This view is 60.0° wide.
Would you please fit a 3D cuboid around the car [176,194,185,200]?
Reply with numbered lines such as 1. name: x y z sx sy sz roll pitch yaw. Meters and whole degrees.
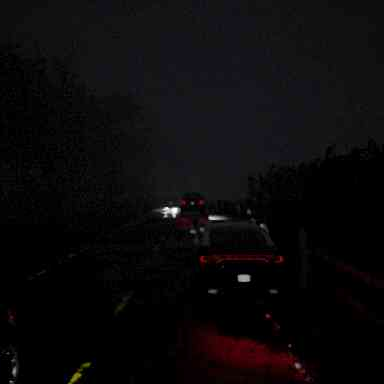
1. car: -2.678 1.152 81.643 2.033 1.411 5.357 0 0 0

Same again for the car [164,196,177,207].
1. car: -2.800 1.264 45.768 2.128 1.511 4.902 0 0 0

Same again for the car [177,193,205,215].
1. car: 0.070 1.067 31.432 2.150 2.045 5.566 0 1 1

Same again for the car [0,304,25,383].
1. car: -2.851 1.553 1.999 1.994 1.385 4.181 0 0 0

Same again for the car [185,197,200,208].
1. car: 0.090 1.344 44.375 1.994 1.385 4.181 0 0 0

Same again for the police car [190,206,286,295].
1. police car: 0.969 1.380 8.760 1.930 1.638 5.238 0 0 0
